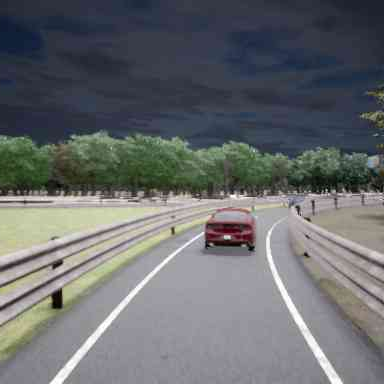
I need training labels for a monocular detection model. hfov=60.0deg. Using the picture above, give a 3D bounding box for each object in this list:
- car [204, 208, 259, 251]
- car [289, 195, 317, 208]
[{"bbox_3d":[1.765,1.431,14.165,1.882,1.535,5.008,0,0,12],"label":"car"},{"bbox_3d":[13.346,1.170,39.836,2.097,1.767,4.553,1,1,35],"label":"car"}]
